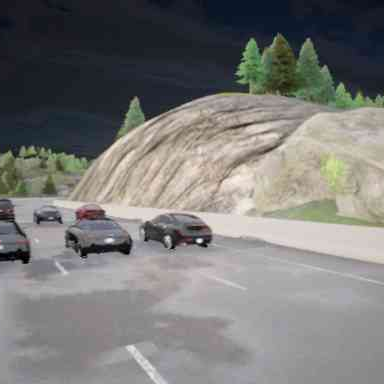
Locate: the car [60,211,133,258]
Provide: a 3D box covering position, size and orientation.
[{"bbox_3d":[-3.957,1.728,13.747,1.994,1.385,4.181,1,-1,-30],"label":"car"}]

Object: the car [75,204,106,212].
[{"bbox_3d":[-9.027,1.822,29.400,1.882,1.535,5.008,1,-1,-30],"label":"car"}]

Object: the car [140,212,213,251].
[{"bbox_3d":[-0.889,1.708,15.434,1.837,1.490,4.892,1,-1,-30],"label":"car"}]

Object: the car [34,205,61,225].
[{"bbox_3d":[-11.808,1.826,27.212,1.812,1.442,4.674,1,-1,-30],"label":"car"}]

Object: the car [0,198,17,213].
[{"bbox_3d":[-13.920,1.468,23.860,2.150,2.045,5.566,1,-1,-30],"label":"car"}]

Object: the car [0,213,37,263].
[{"bbox_3d":[-6.949,1.688,11.930,1.994,1.385,4.181,1,-1,-30],"label":"car"}]
